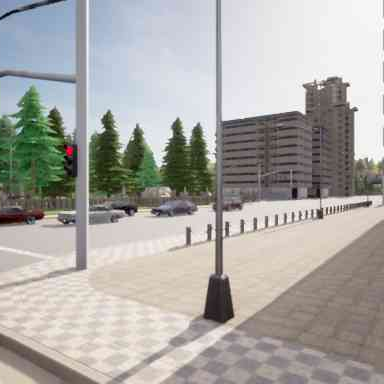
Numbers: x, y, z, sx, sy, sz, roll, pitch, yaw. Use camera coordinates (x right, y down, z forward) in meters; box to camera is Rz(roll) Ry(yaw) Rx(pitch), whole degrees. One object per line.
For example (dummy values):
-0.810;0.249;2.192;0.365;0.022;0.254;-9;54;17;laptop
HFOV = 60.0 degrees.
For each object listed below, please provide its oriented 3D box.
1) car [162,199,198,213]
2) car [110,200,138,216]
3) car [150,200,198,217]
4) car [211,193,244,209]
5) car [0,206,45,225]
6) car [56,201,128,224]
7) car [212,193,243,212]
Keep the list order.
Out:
-1.331;1.559;37.941;1.994;1.385;4.181;0;0;35;car
-7.084;1.473;29.876;1.882;1.535;5.008;0;0;36;car
-1.541;1.543;31.613;2.033;1.411;5.357;0;0;36;car
5.060;1.218;46.821;2.150;2.045;5.566;0;0;36;car
-12.575;1.596;22.261;1.895;1.301;4.718;0;0;37;car
-7.149;1.597;23.759;1.895;1.301;4.718;0;0;36;car
4.273;1.348;39.744;2.097;1.767;4.553;0;0;36;car
